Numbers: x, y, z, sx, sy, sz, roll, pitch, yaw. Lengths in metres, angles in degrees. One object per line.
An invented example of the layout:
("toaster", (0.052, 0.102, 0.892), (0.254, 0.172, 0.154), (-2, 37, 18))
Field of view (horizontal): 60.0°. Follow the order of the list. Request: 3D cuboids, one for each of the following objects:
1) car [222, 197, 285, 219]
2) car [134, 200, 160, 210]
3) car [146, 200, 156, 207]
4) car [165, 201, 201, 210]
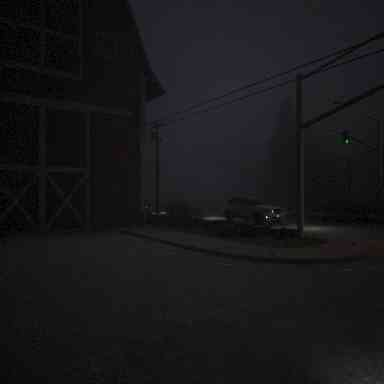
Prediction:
("car", (4.699, 1.399, 26.483), (2.150, 2.045, 5.566), (0, 0, -34))
("car", (-6.759, 1.919, 49.544), (1.895, 1.301, 4.718), (0, 0, -34))
("car", (-6.329, 1.784, 42.571), (1.837, 1.490, 4.892), (0, 0, -34))
("car", (-0.942, 1.707, 34.710), (1.882, 1.535, 5.008), (0, 0, -35))
